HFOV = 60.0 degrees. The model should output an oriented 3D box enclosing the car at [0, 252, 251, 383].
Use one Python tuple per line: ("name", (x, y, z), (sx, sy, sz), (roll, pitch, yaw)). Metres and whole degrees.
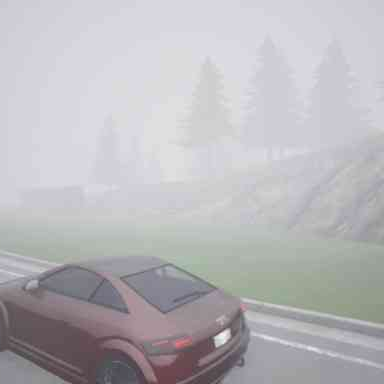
("car", (-1.286, 1.609, 4.847), (4.181, 1.385, 1.994), (-1, 0, 36))
